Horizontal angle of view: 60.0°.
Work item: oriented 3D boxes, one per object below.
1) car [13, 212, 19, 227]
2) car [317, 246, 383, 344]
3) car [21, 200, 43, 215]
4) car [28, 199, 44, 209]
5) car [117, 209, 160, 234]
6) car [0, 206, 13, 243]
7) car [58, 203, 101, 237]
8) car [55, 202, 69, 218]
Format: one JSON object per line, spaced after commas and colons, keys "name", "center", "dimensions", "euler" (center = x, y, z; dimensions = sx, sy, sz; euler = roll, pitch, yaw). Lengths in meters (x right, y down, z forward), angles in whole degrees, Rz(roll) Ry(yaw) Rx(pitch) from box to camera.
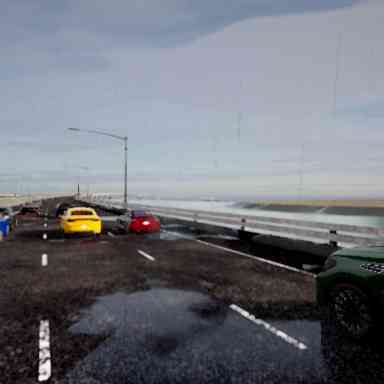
{"name": "car", "center": [-12.798, 1.729, 22.113], "dimensions": [1.837, 1.490, 4.892], "euler": [0, -1, -24]}
{"name": "car", "center": [4.119, 1.270, 3.949], "dimensions": [2.150, 2.045, 5.566], "euler": [0, -1, -24]}
{"name": "car", "center": [-19.543, 1.896, 40.399], "dimensions": [2.128, 1.511, 4.902], "euler": [0, -1, -23]}
{"name": "car", "center": [-25.950, 2.040, 55.478], "dimensions": [2.128, 1.511, 4.902], "euler": [0, -1, -23]}
{"name": "car", "center": [-3.472, 1.791, 21.136], "dimensions": [1.994, 1.385, 4.181], "euler": [0, -1, -24]}
{"name": "car", "center": [-10.399, 1.647, 16.623], "dimensions": [1.882, 1.535, 5.008], "euler": [0, -1, -24]}
{"name": "car", "center": [-6.617, 1.684, 19.595], "dimensions": [1.882, 1.535, 5.008], "euler": [0, 0, -24]}
{"name": "car", "center": [-13.484, 1.839, 35.421], "dimensions": [1.882, 1.535, 5.008], "euler": [0, -1, -23]}
